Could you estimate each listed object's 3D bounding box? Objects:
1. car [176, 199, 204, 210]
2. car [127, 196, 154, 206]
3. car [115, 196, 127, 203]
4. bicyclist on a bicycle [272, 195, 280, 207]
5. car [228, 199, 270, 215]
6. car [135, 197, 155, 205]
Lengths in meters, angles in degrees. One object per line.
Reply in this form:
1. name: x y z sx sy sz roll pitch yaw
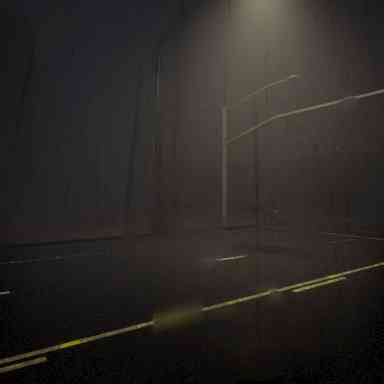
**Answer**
1. car: -0.512 1.601 43.438 1.895 1.301 4.718 0 0 -36
2. car: -8.365 1.477 54.467 1.882 1.535 5.008 0 0 -35
3. car: -14.417 1.468 69.097 1.812 1.442 4.674 0 0 -36
4. bicyclist on a bicycle: 11.500 1.303 45.517 1.656 1.620 0.582 0 0 -36
5. car: 5.856 1.491 34.519 2.128 1.511 4.902 0 0 -36
6. car: -8.606 1.564 61.046 1.994 1.385 4.181 0 0 -35
